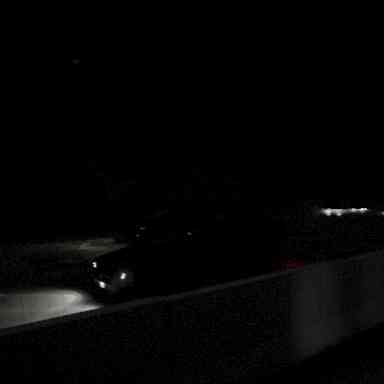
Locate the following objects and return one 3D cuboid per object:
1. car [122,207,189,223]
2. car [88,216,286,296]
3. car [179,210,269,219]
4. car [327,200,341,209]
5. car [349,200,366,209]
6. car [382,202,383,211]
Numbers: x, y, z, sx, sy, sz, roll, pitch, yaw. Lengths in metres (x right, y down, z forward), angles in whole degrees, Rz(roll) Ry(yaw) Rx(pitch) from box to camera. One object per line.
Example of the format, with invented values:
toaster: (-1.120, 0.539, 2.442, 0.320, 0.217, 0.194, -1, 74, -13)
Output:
car: (-1.215, 1.545, 16.829, 5.008, 1.535, 1.882, 0, 0, -43)
car: (0.161, 1.579, 8.731, 5.357, 1.411, 2.033, 0, 0, -39)
car: (2.202, 1.607, 15.158, 5.357, 1.411, 2.033, 0, 0, -43)
car: (21.741, 1.937, 50.993, 1.895, 1.301, 4.718, 0, -1, 20)
car: (25.624, 1.894, 51.512, 1.994, 1.385, 4.181, 0, -1, 19)
car: (25.977, 1.599, 42.908, 2.097, 1.767, 4.553, 0, 0, 23)
